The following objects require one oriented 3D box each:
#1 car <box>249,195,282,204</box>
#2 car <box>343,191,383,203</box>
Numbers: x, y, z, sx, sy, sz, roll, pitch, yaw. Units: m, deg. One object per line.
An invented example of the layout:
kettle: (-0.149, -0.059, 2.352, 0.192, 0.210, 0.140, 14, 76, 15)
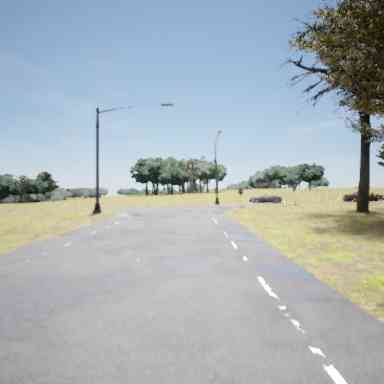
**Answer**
car: (11.039, 1.147, 50.135, 4.902, 1.511, 2.128, -1, -2, -1)
car: (22.322, 0.657, 43.350, 5.008, 1.535, 1.882, -1, -2, -1)
